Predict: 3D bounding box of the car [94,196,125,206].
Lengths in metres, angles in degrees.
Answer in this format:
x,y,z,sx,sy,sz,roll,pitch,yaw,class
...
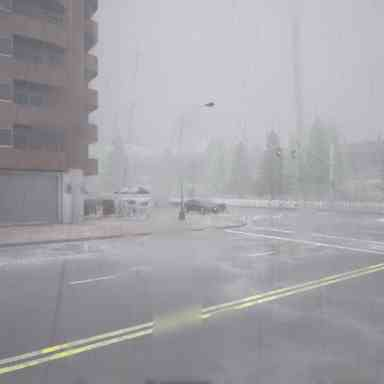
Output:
x,y,z,sx,sy,sz,roll,pitch,yaw,class
-13.027,1.434,50.221,4.902,1.511,2.128,0,0,31,car

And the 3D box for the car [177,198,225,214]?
x,y,z,sx,sy,sz,roll,pitch,yaw,class
0.867,1.449,34.312,1.837,1.490,4.892,0,0,-35,car

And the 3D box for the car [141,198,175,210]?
x,y,z,sx,sy,sz,roll,pitch,yaw,class
-4.506,1.545,41.831,1.895,1.301,4.718,0,0,-37,car

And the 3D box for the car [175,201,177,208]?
x,y,z,sx,sy,sz,roll,pitch,yaw,class
-3.619,1.545,46.278,1.895,1.301,4.718,0,0,-40,car
